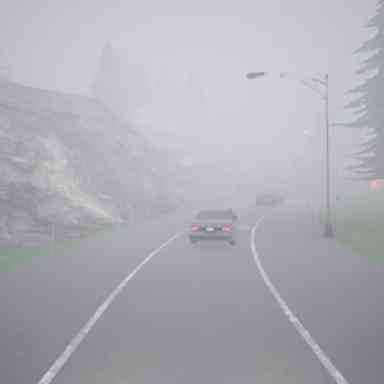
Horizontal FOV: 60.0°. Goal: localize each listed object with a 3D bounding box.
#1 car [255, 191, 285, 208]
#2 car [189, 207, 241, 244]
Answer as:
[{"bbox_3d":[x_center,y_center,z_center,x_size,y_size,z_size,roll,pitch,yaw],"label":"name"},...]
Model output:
[{"bbox_3d":[7.601,0.635,32.241,2.128,1.511,4.902,-1,2,29],"label":"car"},{"bbox_3d":[1.135,1.378,14.906,2.033,1.411,5.357,0,1,11],"label":"car"}]
